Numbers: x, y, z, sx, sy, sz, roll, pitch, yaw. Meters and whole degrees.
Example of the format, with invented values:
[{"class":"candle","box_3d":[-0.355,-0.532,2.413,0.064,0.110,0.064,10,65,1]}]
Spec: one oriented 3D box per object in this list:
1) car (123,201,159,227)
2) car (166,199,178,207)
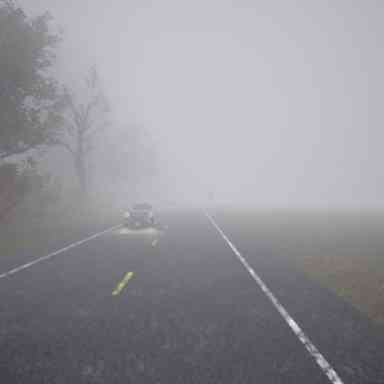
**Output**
[{"class":"car","box_3d":[-3.605,1.551,24.353,2.097,1.767,4.553,0,0,0]},{"class":"car","box_3d":[-3.525,2.029,60.039,1.994,1.385,4.181,0,0,0]}]
